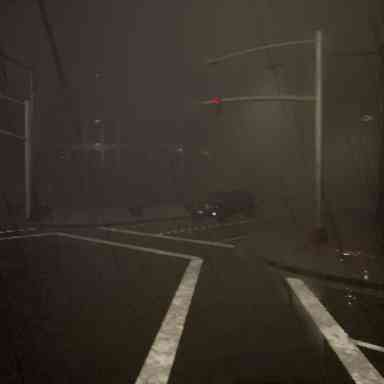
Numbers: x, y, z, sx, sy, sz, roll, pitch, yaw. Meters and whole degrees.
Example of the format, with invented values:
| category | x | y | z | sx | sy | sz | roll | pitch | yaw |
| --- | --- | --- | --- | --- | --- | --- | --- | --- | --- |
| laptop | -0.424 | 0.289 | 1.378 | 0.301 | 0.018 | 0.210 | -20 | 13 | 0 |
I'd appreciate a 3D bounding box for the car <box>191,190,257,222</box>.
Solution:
| category | x | y | z | sx | sy | sz | roll | pitch | yaw |
| --- | --- | --- | --- | --- | --- | --- | --- | --- | --- |
| car | 2.368 | 0.877 | 23.011 | 2.150 | 2.045 | 5.566 | 1 | 1 | 42 |
